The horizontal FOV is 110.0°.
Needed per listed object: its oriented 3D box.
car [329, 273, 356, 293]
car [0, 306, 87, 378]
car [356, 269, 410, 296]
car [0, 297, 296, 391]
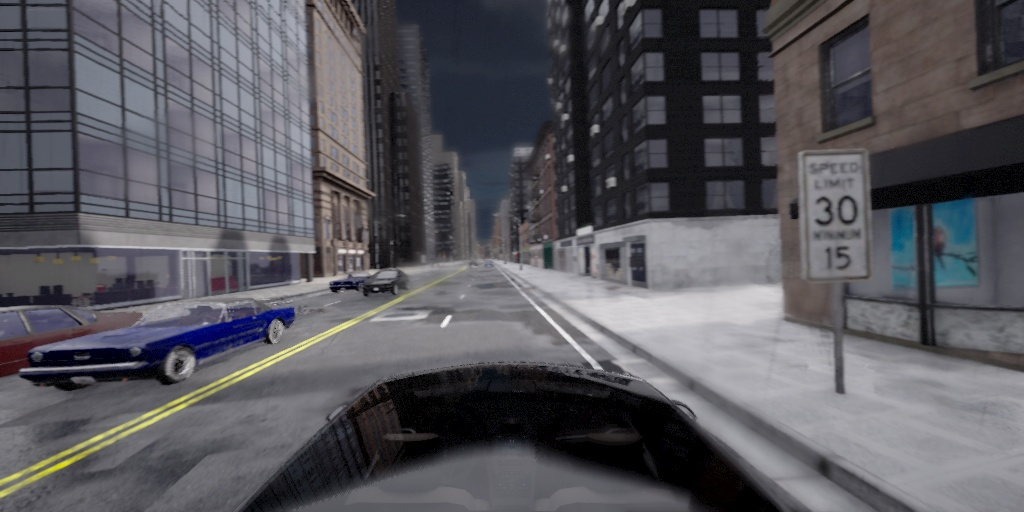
[{"bbox_3d":[-11.294,1.863,25.819,1.895,1.301,4.718,-2,0,-3],"label":"car"},{"bbox_3d":[-10.046,1.711,6.736,2.033,1.411,5.357,-2,0,-4],"label":"car"},{"bbox_3d":[-7.857,1.595,22.788,1.882,1.535,5.008,-2,0,-4],"label":"car"},{"bbox_3d":[-6.858,1.640,7.804,1.895,1.301,4.718,-2,0,-4],"label":"car"}]
